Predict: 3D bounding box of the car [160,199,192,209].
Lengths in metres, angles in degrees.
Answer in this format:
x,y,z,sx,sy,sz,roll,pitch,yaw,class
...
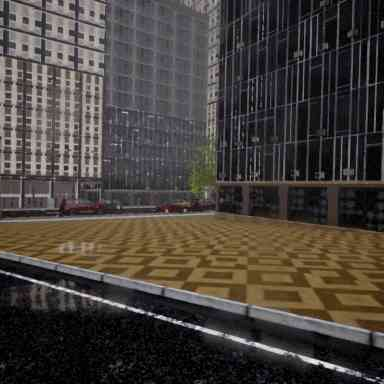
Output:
x,y,z,sx,sy,sz,roll,pitch,yaw,class
-2.453,1.785,52.321,4.829,1.417,1.752,1,1,-34,car

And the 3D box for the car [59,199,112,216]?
x,y,z,sx,sy,sz,roll,pitch,yaw,class
-11.888,1.645,36.303,5.009,1.841,2.192,1,1,-34,car

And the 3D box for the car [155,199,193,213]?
x,y,z,sx,sy,sz,roll,pitch,yaw,class
-2.539,1.966,42.714,4.507,1.381,1.887,1,1,-34,car

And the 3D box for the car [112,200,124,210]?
x,y,z,sx,sy,sz,roll,pitch,yaw,class
-11.667,1.721,46.011,4.403,1.369,2.008,1,1,-34,car

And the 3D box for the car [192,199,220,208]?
x,y,z,sx,sy,sz,roll,pitch,yaw,class
2.364,1.873,55.621,4.313,1.339,1.947,1,1,-34,car

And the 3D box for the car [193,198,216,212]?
x,y,z,sx,sy,sz,roll,pitch,yaw,class
2.143,1.782,45.913,5.009,1.841,2.192,1,1,-34,car
